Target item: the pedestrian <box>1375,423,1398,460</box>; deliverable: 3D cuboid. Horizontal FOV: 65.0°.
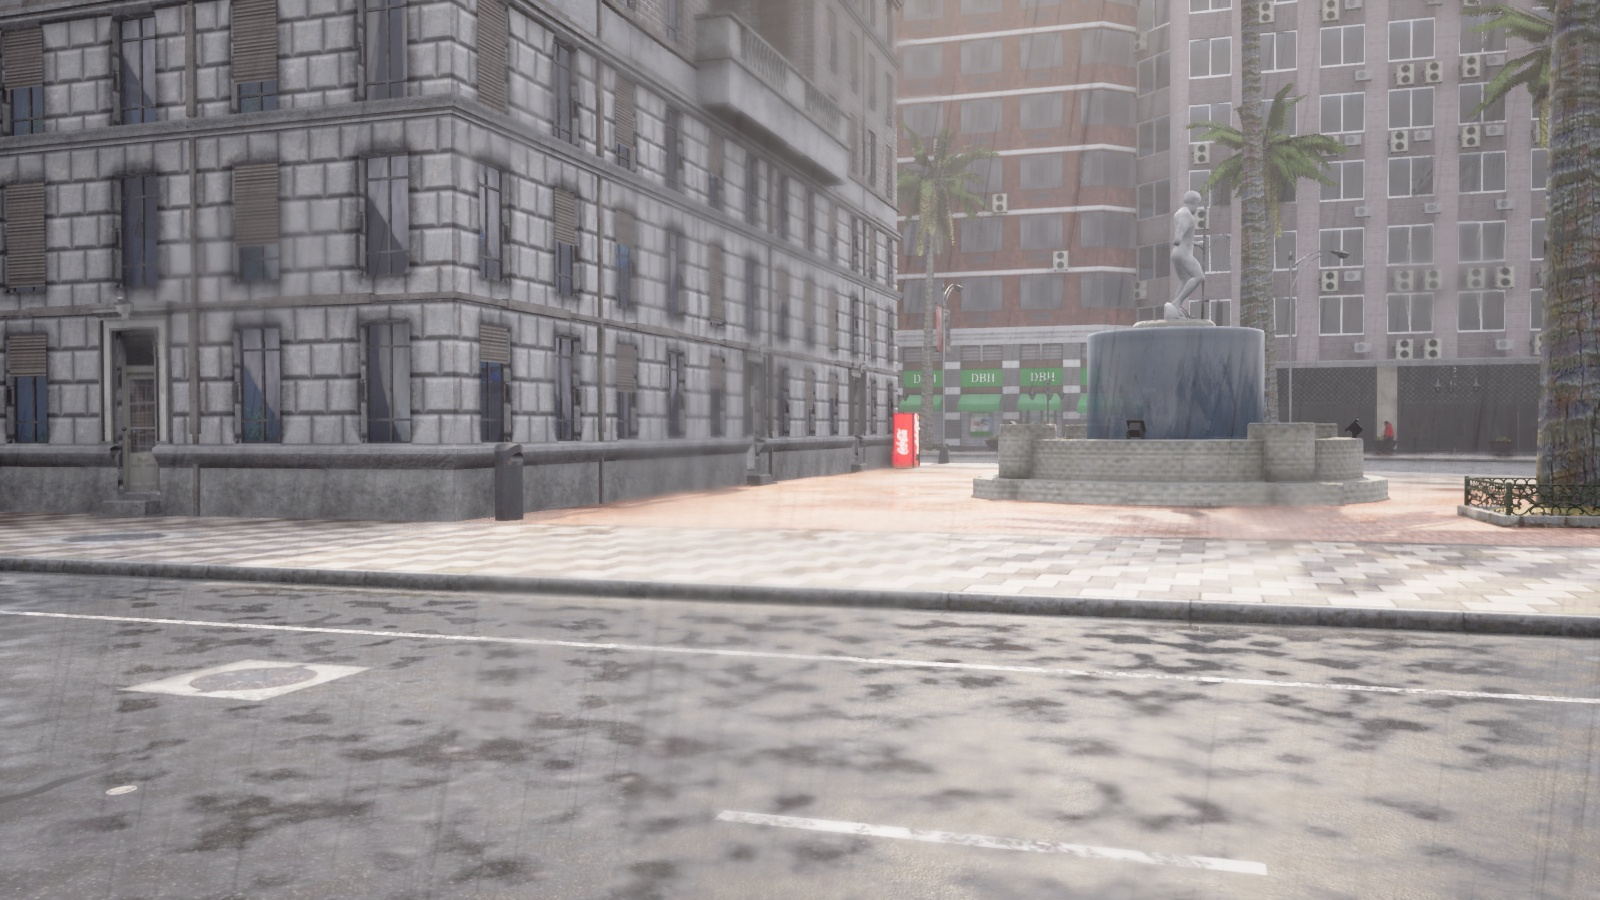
[{"bbox_3d":[29.888,-0.429,63.992,0.899,1.844,0.634,1,1,43],"label":"pedestrian"}]
